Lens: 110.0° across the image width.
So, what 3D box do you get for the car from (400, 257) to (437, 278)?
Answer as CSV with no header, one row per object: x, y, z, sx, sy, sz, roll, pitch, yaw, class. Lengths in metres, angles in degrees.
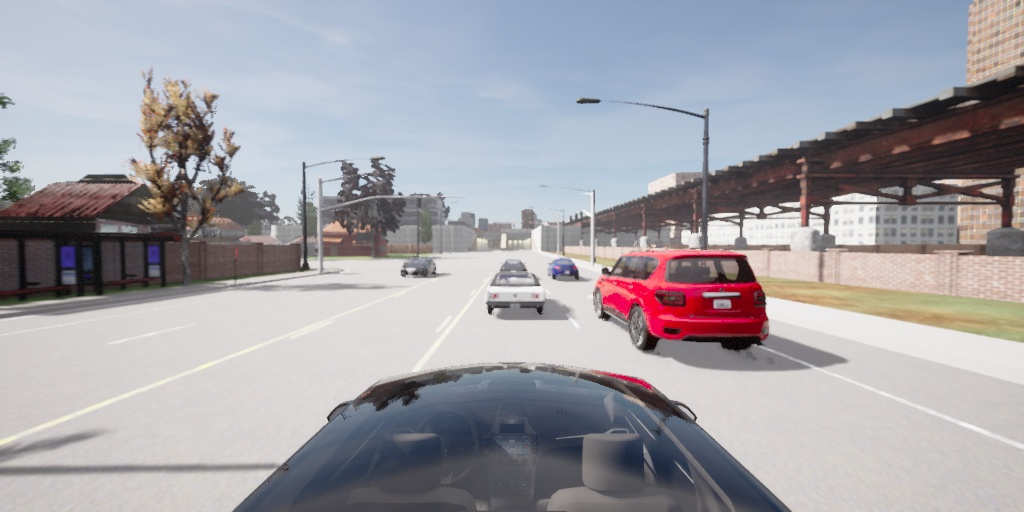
-7.025,0.805,27.346,2.128,1.511,4.902,0,1,0,car

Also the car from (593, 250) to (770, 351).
3.600,0.878,8.823,2.150,2.045,5.566,0,1,0,car

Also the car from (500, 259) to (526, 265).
0.100,0.906,25.982,1.994,1.385,4.181,0,1,0,car

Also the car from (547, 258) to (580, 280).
3.602,0.877,25.684,1.812,1.442,4.674,0,1,0,car

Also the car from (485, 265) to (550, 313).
0.101,1.191,13.025,1.895,1.301,4.718,0,1,0,car
